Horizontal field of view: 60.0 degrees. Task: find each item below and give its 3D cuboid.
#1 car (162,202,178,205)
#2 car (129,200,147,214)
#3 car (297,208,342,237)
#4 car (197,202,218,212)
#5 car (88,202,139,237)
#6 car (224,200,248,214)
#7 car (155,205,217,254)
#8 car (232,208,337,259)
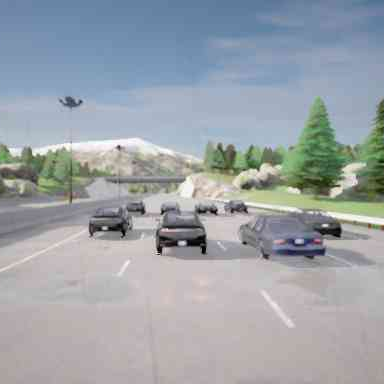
[{"bbox_3d":[-2.189,1.641,33.597,1.895,1.301,4.718,0,0,-5],"label":"car"},{"bbox_3d":[-5.859,1.542,35.257,2.128,1.511,4.902,0,0,-5],"label":"car"},{"bbox_3d":[6.210,1.569,17.857,1.994,1.385,4.181,0,0,-4],"label":"car"},{"bbox_3d":[1.345,1.633,33.379,1.895,1.301,4.718,0,0,-5],"label":"car"},{"bbox_3d":[-4.348,1.521,18.261,2.128,1.511,4.902,0,0,-5],"label":"car"},{"bbox_3d":[4.655,1.553,35.434,1.812,1.442,4.674,0,0,-5],"label":"car"},{"bbox_3d":[-0.476,1.507,13.554,2.128,1.511,4.902,0,0,-4],"label":"car"},{"bbox_3d":[3.115,1.554,12.629,2.033,1.411,5.357,0,0,-4],"label":"car"}]
